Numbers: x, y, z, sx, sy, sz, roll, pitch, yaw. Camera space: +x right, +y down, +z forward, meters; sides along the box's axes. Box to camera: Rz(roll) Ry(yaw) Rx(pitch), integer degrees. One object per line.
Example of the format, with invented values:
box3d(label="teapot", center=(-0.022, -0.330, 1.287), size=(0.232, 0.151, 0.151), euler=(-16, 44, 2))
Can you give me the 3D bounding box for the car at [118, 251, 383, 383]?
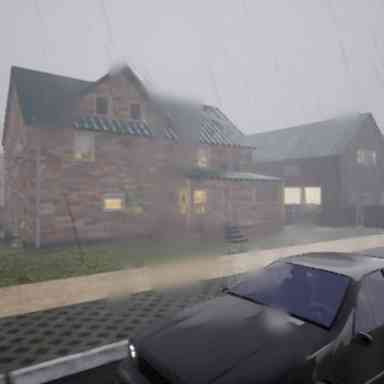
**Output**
box3d(label="car", center=(1.843, 1.573, 4.392), size=(5.357, 1.411, 2.033), euler=(0, 0, -36))
